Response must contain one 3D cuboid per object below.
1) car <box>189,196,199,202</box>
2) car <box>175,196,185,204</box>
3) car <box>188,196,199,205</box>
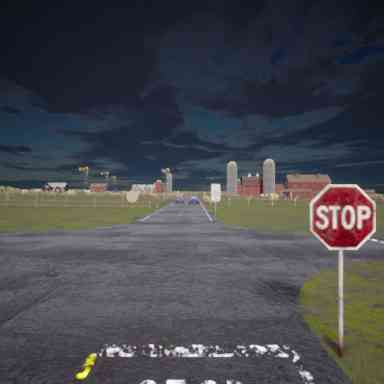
[{"bbox_3d":[0.425,1.473,70.619,1.895,1.301,4.718,0,0,0],"label":"car"},{"bbox_3d":[-2.357,1.500,65.603,1.837,1.490,4.892,0,0,0],"label":"car"},{"bbox_3d":[0.365,1.521,60.551,1.812,1.442,4.674,0,0,0],"label":"car"}]
